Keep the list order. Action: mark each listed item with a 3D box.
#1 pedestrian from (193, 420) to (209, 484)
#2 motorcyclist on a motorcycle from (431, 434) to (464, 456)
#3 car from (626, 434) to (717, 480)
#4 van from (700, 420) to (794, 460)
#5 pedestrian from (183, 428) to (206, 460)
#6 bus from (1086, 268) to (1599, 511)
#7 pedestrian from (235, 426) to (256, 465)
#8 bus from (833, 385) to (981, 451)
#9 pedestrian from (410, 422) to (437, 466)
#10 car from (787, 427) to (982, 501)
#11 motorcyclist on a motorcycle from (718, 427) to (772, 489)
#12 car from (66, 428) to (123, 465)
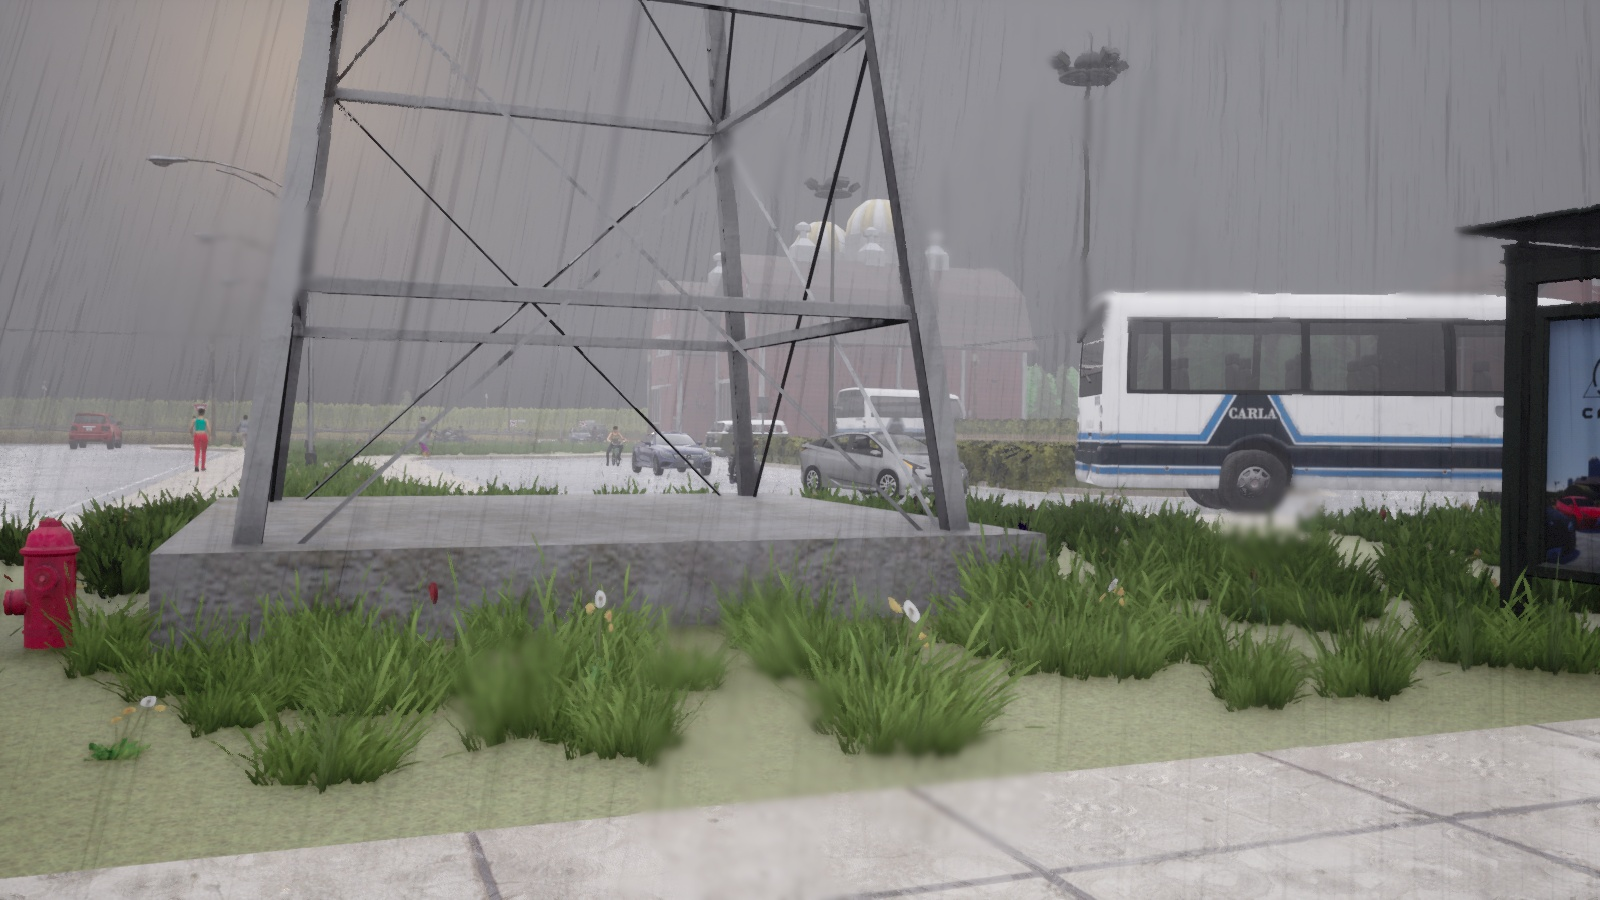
[{"bbox_3d":[-17.198,0.053,36.041,0.345,1.836,0.594,-1,1,-21],"label":"pedestrian"},{"bbox_3d":[-25.367,-0.365,90.484,2.191,1.530,0.866,-1,1,-21],"label":"motorcyclist on a motorcycle"},{"bbox_3d":[-4.396,0.182,42.343,1.812,1.442,4.674,-1,1,-21],"label":"car"},{"bbox_3d":[-2.809,-0.526,66.274,4.480,2.038,2.069,-1,1,-30],"label":"van"},{"bbox_3d":[-35.620,-0.364,73.893,0.900,1.855,0.874,0,1,37],"label":"pedestrian"},{"bbox_3d":[11.106,-1.096,24.448,10.273,4.253,3.944,-1,1,4],"label":"bus"},{"bbox_3d":[-26.573,-0.239,60.197,0.874,1.855,0.900,-1,1,-24],"label":"pedestrian"},{"bbox_3d":[7.487,-2.175,86.700,10.273,4.253,3.944,-1,0,-41],"label":"bus"},{"bbox_3d":[-16.779,-0.276,55.960,0.659,1.952,0.873,0,1,41],"label":"pedestrian"},{"bbox_3d":[1.818,0.262,28.461,2.007,1.525,4.514,-1,1,-35],"label":"car"},{"bbox_3d":[-1.546,0.195,35.069,0.766,1.649,2.350,-1,1,-21],"label":"motorcyclist on a motorcycle"},{"bbox_3d":[-40.545,-0.221,72.314,2.150,2.045,5.566,-1,1,-22],"label":"car"}]
